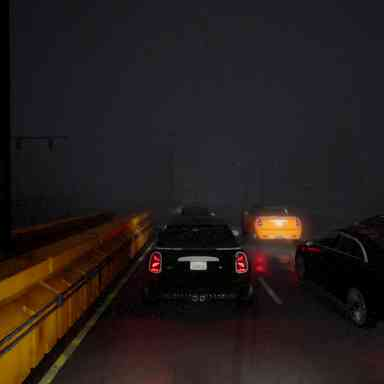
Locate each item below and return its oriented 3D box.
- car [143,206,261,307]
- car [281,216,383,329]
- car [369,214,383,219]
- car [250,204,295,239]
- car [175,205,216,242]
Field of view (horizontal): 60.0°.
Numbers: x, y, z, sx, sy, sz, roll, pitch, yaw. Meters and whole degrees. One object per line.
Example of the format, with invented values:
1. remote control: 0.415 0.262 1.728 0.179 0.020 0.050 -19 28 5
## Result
1. car: 0.123 1.352 8.138 2.097 1.767 4.553 0 0 0
2. car: 3.620 1.491 6.898 2.128 1.511 4.902 0 0 0
3. car: 7.136 1.507 11.823 1.837 1.490 4.892 0 1 0
4. car: 3.651 1.352 16.009 2.097 1.767 4.553 0 0 0
5. car: 0.154 1.505 17.313 1.837 1.490 4.892 0 0 0
